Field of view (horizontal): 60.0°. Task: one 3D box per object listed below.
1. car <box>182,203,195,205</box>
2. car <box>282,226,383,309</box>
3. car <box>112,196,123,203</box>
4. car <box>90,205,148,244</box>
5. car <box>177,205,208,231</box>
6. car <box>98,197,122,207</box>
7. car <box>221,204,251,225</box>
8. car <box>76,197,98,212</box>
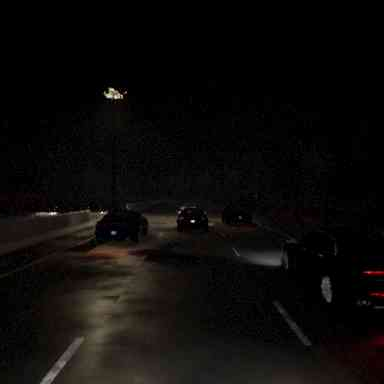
[{"bbox_3d":[-0.435,1.980,40.386,1.895,1.301,4.718,0,-1,-1],"label":"car"},{"bbox_3d":[3.598,1.581,8.030,1.837,1.490,4.892,0,-1,0],"label":"car"},{"bbox_3d":[-19.111,1.893,85.561,1.882,1.535,5.008,0,-1,-1],"label":"car"},{"bbox_3d":[-3.415,1.637,16.914,1.882,1.535,5.008,0,-1,0],"label":"car"},{"bbox_3d":[0.028,1.773,22.263,1.994,1.385,4.181,0,-1,-1],"label":"car"},{"bbox_3d":[-11.272,1.914,46.584,1.882,1.535,5.008,0,-1,-1],"label":"car"},{"bbox_3d":[3.444,1.728,26.582,1.882,1.535,5.008,0,-1,-1],"label":"car"},{"bbox_3d":[-14.779,1.660,46.846,2.150,2.045,5.566,0,-1,-1],"label":"car"}]
